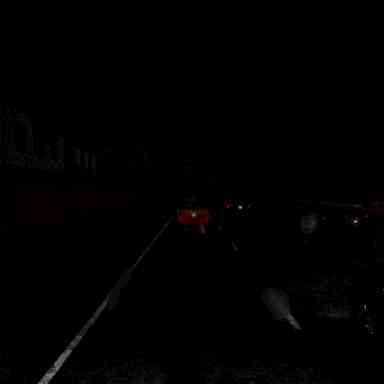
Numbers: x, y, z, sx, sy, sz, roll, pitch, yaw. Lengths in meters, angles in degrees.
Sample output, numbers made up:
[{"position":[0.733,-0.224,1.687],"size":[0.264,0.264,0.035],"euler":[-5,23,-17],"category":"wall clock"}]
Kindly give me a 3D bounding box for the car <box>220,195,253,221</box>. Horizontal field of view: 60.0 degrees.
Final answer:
[{"position":[3.605,1.227,27.517],"size":[2.150,2.045,5.566],"euler":[0,0,0],"category":"car"}]

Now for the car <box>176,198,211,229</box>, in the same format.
[{"position":[0.104,1.356,21.688],"size":[2.097,1.767,4.553],"euler":[0,0,0],"category":"car"}]

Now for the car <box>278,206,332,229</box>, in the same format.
[{"position":[7.104,1.605,21.787],"size":[1.895,1.301,4.718],"euler":[0,0,0],"category":"car"}]

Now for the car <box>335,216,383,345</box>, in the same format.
[{"position":[3.601,1.353,3.540],"size":[2.097,1.767,4.553],"euler":[0,0,0],"category":"car"}]

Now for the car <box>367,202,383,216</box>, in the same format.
[{"position":[14.105,1.483,25.440],"size":[1.882,1.535,5.008],"euler":[0,0,0],"category":"car"}]

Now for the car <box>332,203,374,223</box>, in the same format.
[{"position":[10.604,1.606,23.750],"size":[1.895,1.301,4.718],"euler":[0,0,0],"category":"car"}]

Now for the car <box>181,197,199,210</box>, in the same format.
[{"position":[-0.348,1.486,45.013],"size":[1.882,1.535,5.008],"euler":[1,0,-6],"category":"car"}]
